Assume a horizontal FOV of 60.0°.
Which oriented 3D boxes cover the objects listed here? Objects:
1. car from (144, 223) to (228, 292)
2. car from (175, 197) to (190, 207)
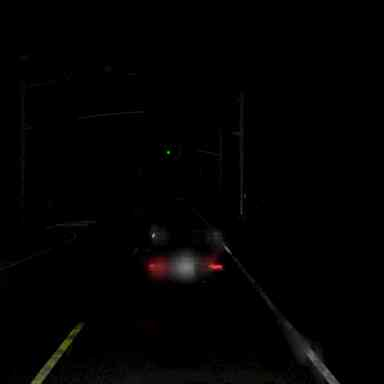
[{"bbox_3d":[-0.171,1.548,9.060,2.033,1.411,5.357,0,0,-1],"label":"car"},{"bbox_3d":[-1.409,1.525,50.243,1.812,1.442,4.674,0,0,-2],"label":"car"}]
